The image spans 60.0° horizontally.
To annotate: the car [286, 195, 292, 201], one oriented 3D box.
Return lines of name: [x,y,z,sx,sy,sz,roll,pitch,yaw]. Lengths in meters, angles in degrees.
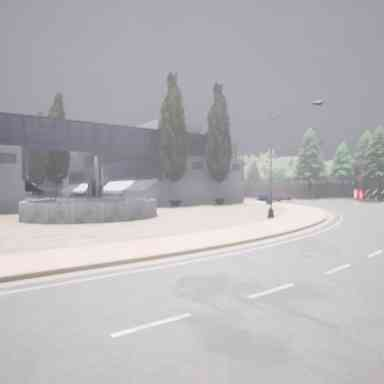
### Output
car: [15.644,0.947,58.774,1.994,1.385,4.181,-1,0,-24]

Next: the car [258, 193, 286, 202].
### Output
car: [13.034,0.909,56.011,1.882,1.535,5.008,-1,0,-23]

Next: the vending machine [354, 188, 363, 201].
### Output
vending machine: [28.326,0.458,56.606,1.100,2.100,0.880,-1,0,-17]
